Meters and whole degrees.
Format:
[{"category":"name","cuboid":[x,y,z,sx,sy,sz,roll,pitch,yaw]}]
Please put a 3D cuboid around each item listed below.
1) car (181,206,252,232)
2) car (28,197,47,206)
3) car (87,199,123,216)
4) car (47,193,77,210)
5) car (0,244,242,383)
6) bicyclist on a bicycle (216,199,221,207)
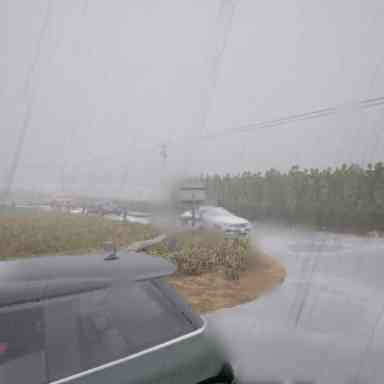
[{"category":"car","cuboid":[1.135,1.521,17.873,1.812,1.442,4.674,0,0,-34]},{"category":"car","cuboid":[-24.794,1.558,54.621,4.181,1.385,1.994,0,0,7]},{"category":"car","cuboid":[-8.140,1.596,31.005,1.895,1.301,4.718,0,0,-35]},{"category":"car","cuboid":[-16.722,1.216,43.180,2.150,2.045,5.566,0,0,-35]},{"category":"car","cuboid":[-1.834,1.352,2.154,4.553,1.767,2.097,0,0,-37]},{"category":"bicyclist on a bicycle","cuboid":[2.337,1.446,27.724,1.656,1.620,0.582,0,0,-35]}]
